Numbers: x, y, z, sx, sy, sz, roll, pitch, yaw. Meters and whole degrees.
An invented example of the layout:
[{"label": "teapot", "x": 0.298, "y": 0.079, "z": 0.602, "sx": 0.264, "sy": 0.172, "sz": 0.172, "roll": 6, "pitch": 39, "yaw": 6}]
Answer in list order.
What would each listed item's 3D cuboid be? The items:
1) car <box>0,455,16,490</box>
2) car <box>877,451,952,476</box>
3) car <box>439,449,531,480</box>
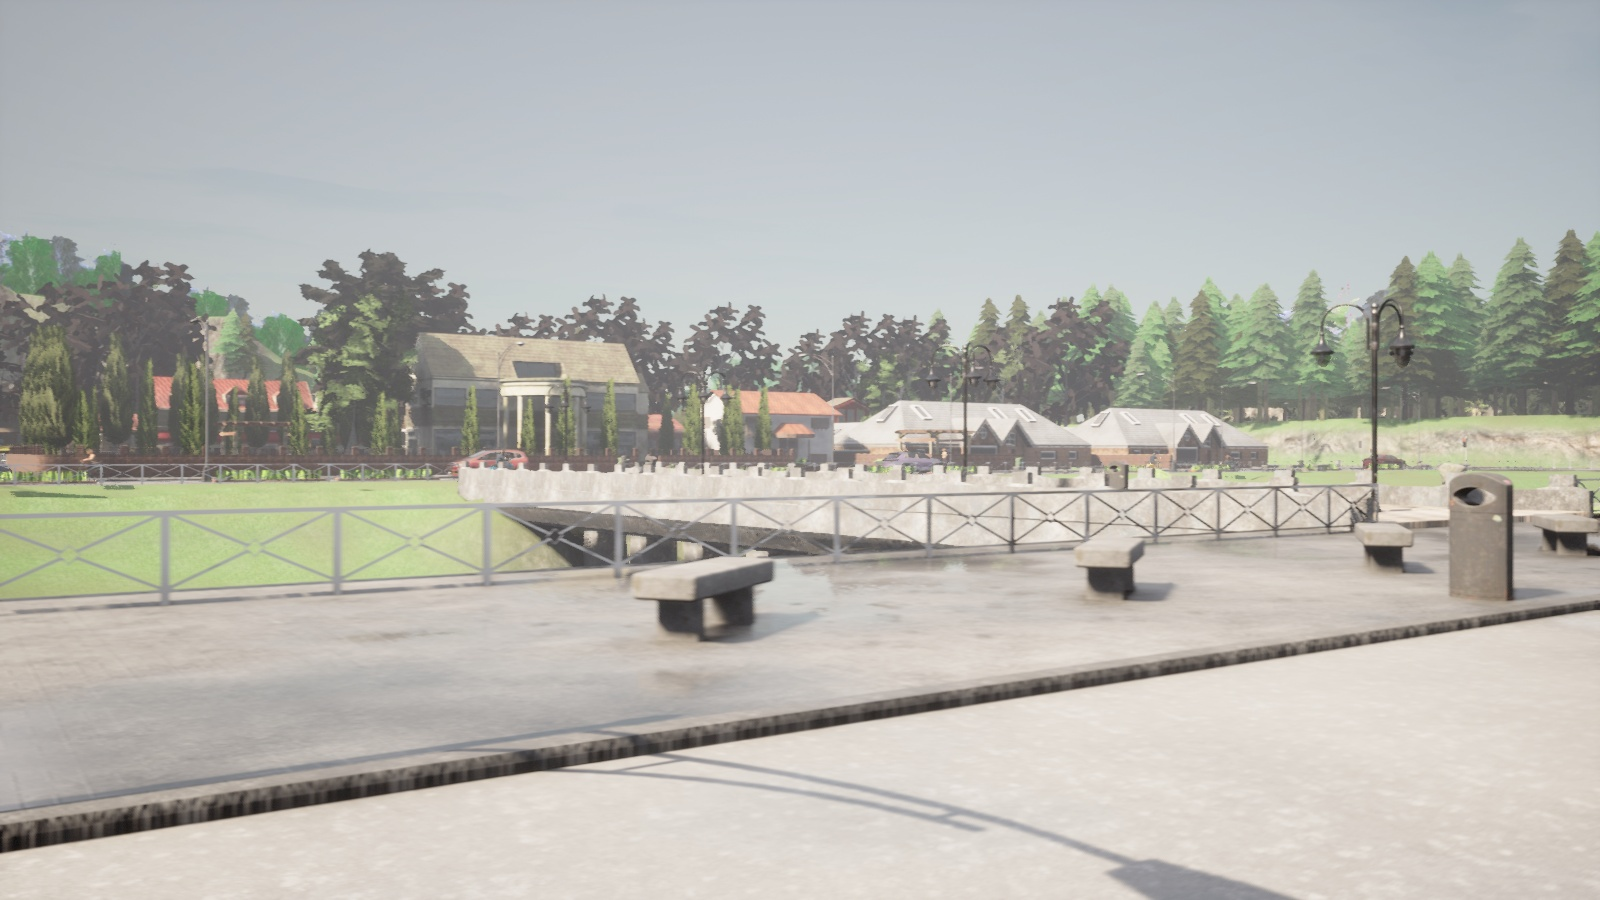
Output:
[{"label": "car", "x": -36.111, "y": 0.968, "z": 54.294, "sx": 3.633, "sy": 1.501, "sz": 1.845, "roll": 0, "pitch": 0, "yaw": -35}, {"label": "car", "x": 7.740, "y": 0.866, "z": 84.803, "sx": 4.856, "sy": 1.649, "sz": 2.033, "roll": 0, "pitch": 0, "yaw": -35}, {"label": "car", "x": -17.977, "y": 0.803, "z": 71.784, "sx": 4.611, "sy": 1.667, "sz": 2.242, "roll": 0, "pitch": 0, "yaw": -35}]
